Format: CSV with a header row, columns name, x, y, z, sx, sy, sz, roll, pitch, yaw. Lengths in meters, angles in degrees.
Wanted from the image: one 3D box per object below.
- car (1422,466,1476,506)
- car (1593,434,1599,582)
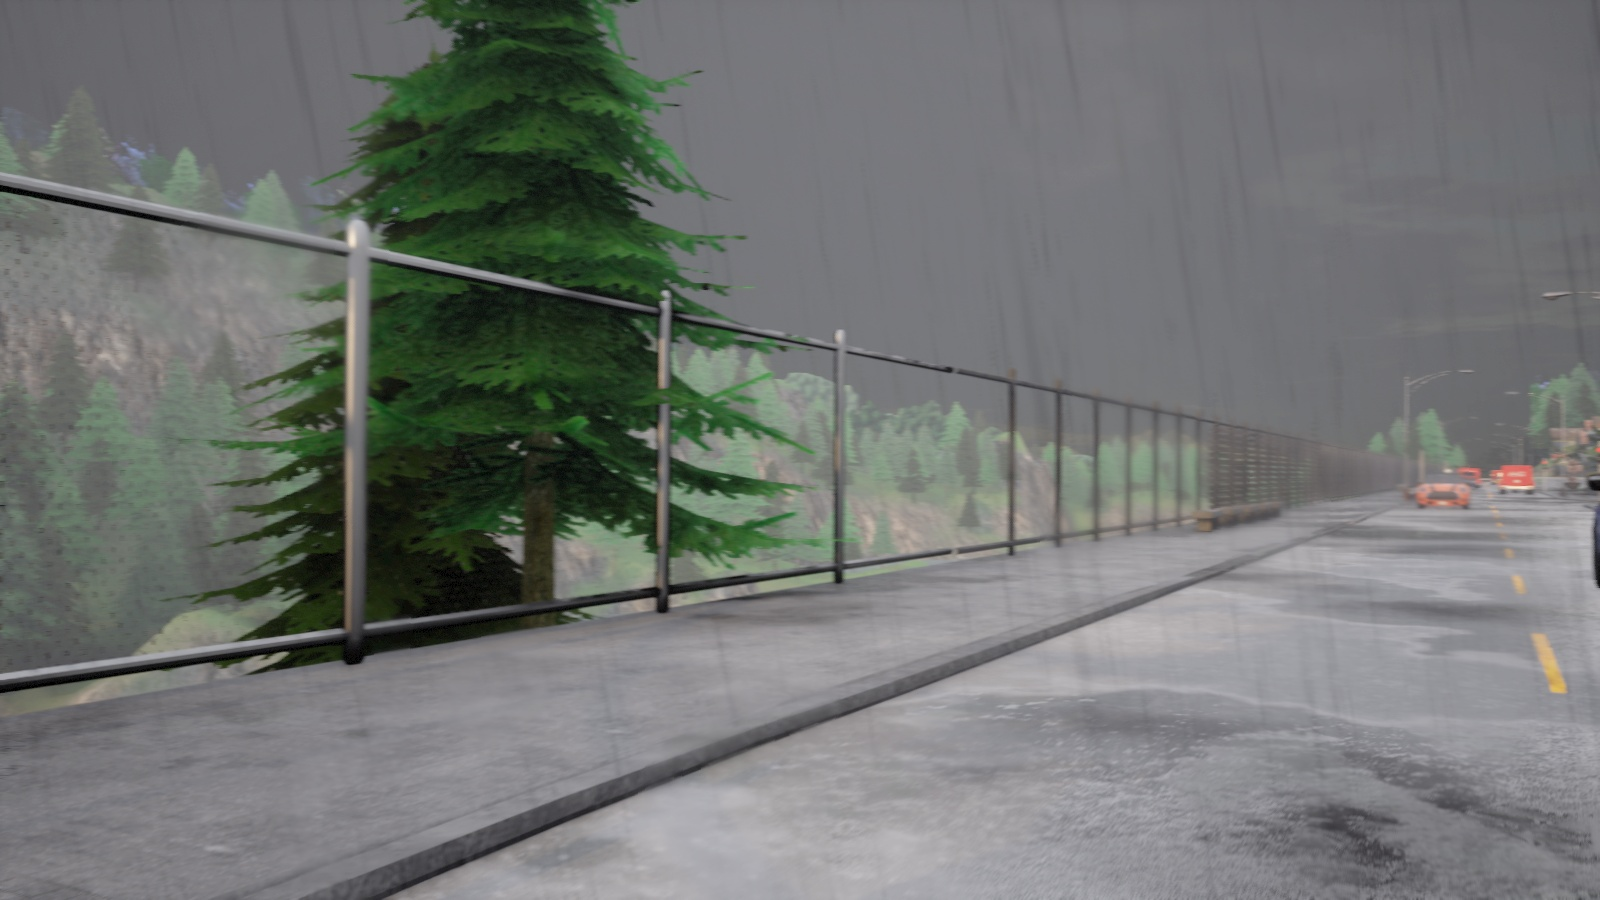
name,x,y,z,sx,sy,sz,roll,pitch,yaw
car,29.973,1.614,57.913,2.097,1.767,4.553,-1,-1,29
car,11.198,0.779,15.394,2.150,2.045,5.566,-1,-1,29
